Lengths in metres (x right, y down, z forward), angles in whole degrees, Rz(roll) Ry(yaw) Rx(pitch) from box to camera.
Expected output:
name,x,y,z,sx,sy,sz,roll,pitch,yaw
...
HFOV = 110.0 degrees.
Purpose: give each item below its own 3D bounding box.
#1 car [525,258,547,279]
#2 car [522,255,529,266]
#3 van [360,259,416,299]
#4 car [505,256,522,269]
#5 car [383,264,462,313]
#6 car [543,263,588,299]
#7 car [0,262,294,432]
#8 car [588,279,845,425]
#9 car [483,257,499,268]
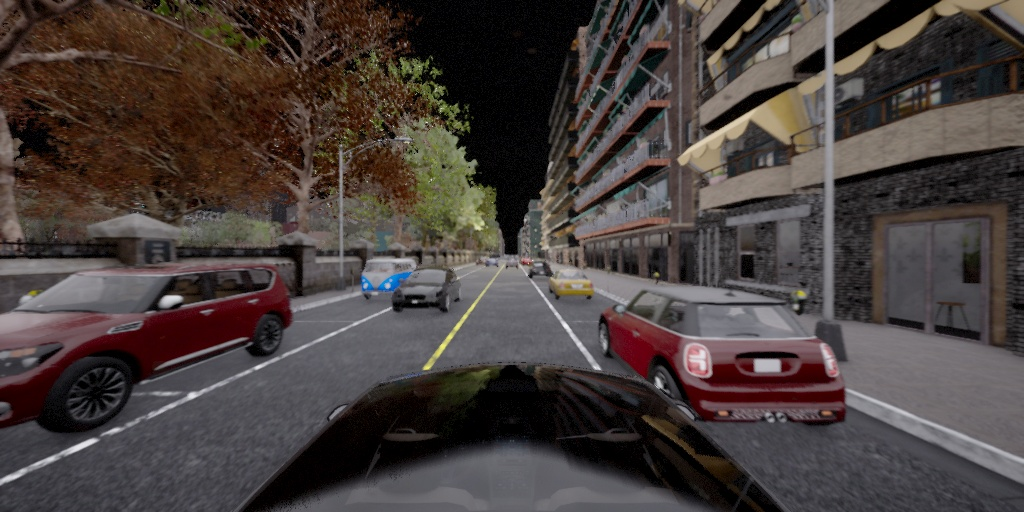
name,x,y,z,sx,sy,sz,roll,pitch,yaw
car,2.350,1.142,30.629,1.812,1.442,4.674,0,0,0
car,2.687,1.038,62.022,1.888,1.381,4.507,0,0,0
van,-5.690,1.018,16.978,1.690,1.789,3.998,0,0,0
car,-0.001,1.082,50.589,2.033,1.411,5.357,0,0,0
car,-3.100,1.196,13.855,1.837,1.490,4.892,0,0,0
car,2.690,1.202,17.150,1.751,1.417,4.829,0,0,0
car,-5.689,1.045,5.719,2.192,1.841,5.009,0,0,0
car,2.691,1.170,5.719,1.967,1.591,4.097,0,0,0
car,-3.066,1.042,55.539,1.812,1.442,4.674,0,0,0
